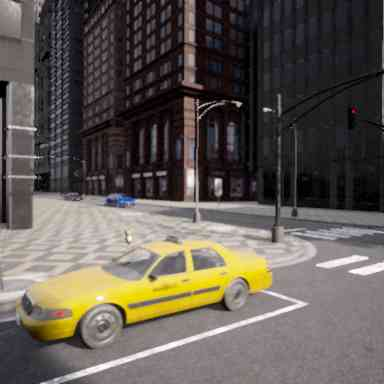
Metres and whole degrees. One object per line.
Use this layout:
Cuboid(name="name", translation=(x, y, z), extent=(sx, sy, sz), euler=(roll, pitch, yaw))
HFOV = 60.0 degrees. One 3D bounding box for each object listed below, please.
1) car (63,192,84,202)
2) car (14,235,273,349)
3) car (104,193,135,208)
Cuboid(name="car", translation=(-18.197, 0.727, 50.749), extent=(2.033, 1.411, 5.357), euler=(0, 1, -36))
Cuboid(name="car", translation=(-0.569, 1.534, 6.243), extent=(4.829, 1.417, 1.752), euler=(0, 0, -36))
Cuboid(name="car", translation=(-7.939, 0.905, 36.386), extent=(1.882, 1.535, 5.008), euler=(0, 1, -36))
